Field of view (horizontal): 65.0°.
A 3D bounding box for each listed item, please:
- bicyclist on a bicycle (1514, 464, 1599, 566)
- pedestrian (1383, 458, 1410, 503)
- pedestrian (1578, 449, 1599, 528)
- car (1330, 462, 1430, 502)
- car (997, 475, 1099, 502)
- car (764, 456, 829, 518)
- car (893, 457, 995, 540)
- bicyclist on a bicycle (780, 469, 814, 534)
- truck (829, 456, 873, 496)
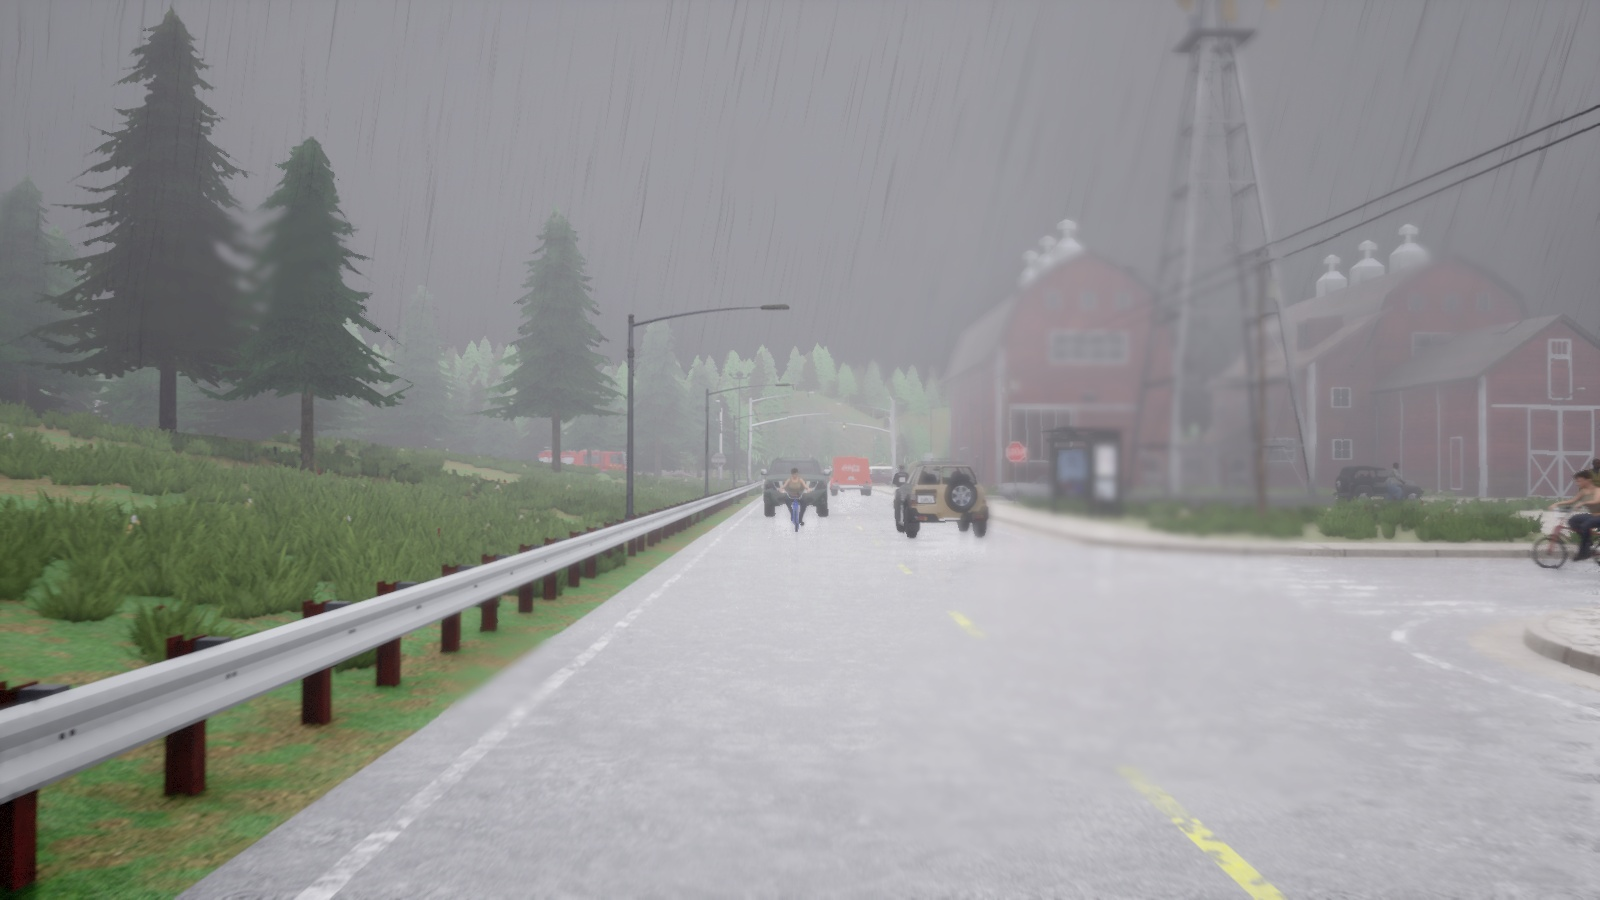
[{"bbox_3d":[12.617,1.043,20.383,1.509,1.612,0.866,0,-2,2],"label":"bicyclist on a bicycle"},{"bbox_3d":[24.729,1.246,52.057,0.900,1.855,0.874,-1,-1,19],"label":"pedestrian"},{"bbox_3d":[18.644,0.897,29.474,0.370,1.835,0.726,0,-1,8],"label":"pedestrian"},{"bbox_3d":[27.654,1.508,59.991,3.866,1.878,1.905,0,-1,-1],"label":"car"},{"bbox_3d":[12.426,1.927,63.180,4.718,1.301,1.895,0,-1,-1],"label":"car"},{"bbox_3d":[-0.109,1.284,44.480,2.150,2.045,5.566,0,-1,0],"label":"car"},{"bbox_3d":[3.425,1.133,30.687,1.932,1.855,4.605,0,-1,0],"label":"car"},{"bbox_3d":[-0.072,1.293,32.194,0.866,1.612,1.509,0,-1,0],"label":"bicyclist on a bicycle"},{"bbox_3d":[3.299,1.691,81.910,2.627,2.467,5.204,0,-1,0],"label":"truck"}]
